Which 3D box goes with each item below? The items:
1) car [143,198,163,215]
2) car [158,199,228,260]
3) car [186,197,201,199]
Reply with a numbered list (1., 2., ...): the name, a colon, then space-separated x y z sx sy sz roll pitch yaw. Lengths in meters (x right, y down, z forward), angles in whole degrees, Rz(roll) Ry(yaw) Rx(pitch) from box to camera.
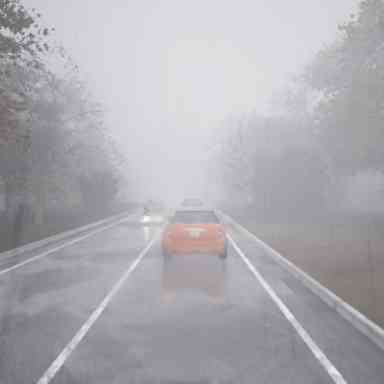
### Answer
1. car: -3.589 1.353 32.346 2.128 1.511 4.902 0 0 0
2. car: 0.094 1.309 12.413 2.097 1.767 4.553 0 0 0
3. car: 0.100 1.232 28.416 2.097 1.767 4.553 0 0 0
